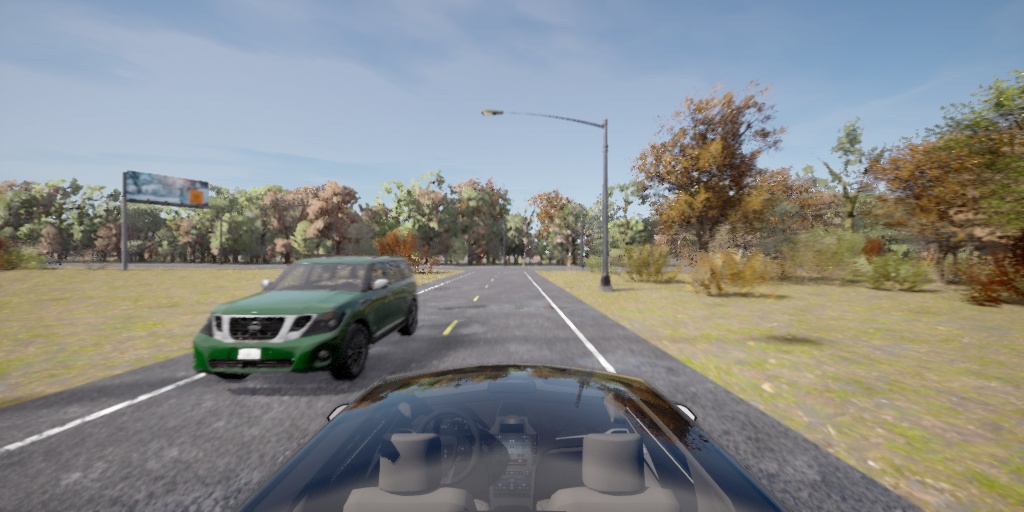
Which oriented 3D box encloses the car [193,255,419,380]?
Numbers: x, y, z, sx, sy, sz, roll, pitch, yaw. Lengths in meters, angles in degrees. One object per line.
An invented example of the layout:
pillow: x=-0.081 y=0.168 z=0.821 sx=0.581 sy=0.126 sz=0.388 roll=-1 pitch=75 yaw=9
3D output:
car: x=-3.598 y=1.000 z=7.676 sx=2.150 sy=2.045 sz=5.566 roll=0 pitch=0 yaw=0
